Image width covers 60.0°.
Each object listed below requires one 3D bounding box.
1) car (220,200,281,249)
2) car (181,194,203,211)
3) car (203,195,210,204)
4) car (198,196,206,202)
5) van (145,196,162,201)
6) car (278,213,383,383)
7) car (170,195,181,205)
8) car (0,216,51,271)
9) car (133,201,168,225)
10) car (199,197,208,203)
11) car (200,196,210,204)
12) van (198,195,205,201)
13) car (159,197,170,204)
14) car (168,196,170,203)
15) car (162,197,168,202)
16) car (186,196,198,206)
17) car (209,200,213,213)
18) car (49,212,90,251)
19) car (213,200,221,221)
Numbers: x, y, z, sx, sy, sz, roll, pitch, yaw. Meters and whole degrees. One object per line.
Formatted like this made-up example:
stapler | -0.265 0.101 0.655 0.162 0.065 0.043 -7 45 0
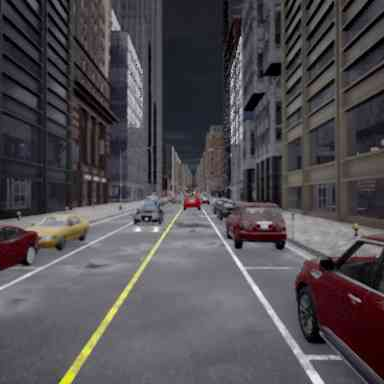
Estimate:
car | 2.678 1.368 14.698 2.192 1.841 5.009 1 0 0
car | 0.001 1.360 44.409 2.150 2.045 5.566 0 0 0
car | 2.673 1.769 65.317 1.887 1.381 4.507 1 0 0
car | 2.672 1.744 87.814 1.967 1.590 4.097 1 0 0
van | -5.850 1.507 48.450 1.690 1.788 3.998 1 0 0
car | 2.678 1.328 3.449 2.192 1.841 5.009 1 0 0
car | -3.008 1.774 65.637 2.033 1.411 5.357 0 0 0
car | -5.850 1.577 9.076 1.887 1.381 4.507 1 0 0
car | -3.101 1.650 24.668 1.994 1.385 4.181 0 0 0
car | 2.672 1.808 76.566 1.887 1.381 4.507 1 0 0
car | 2.673 1.684 70.941 1.967 1.590 4.097 1 0 0
van | 2.673 1.666 93.439 1.690 1.788 3.998 1 0 0
car | -5.854 1.794 70.947 2.008 1.369 4.403 1 0 0
car | -5.853 1.748 65.153 1.752 1.417 4.829 1 0 0
car | -5.853 1.770 59.698 1.947 1.339 4.313 1 0 0
car | 0.002 1.572 60.674 2.097 1.767 4.553 0 0 0
car | 3.143 1.626 35.438 1.837 1.490 4.892 0 0 0
car | -5.850 1.577 14.531 1.752 1.417 4.829 1 0 0
car | 3.144 1.603 28.438 1.837 1.490 4.892 0 0 0
